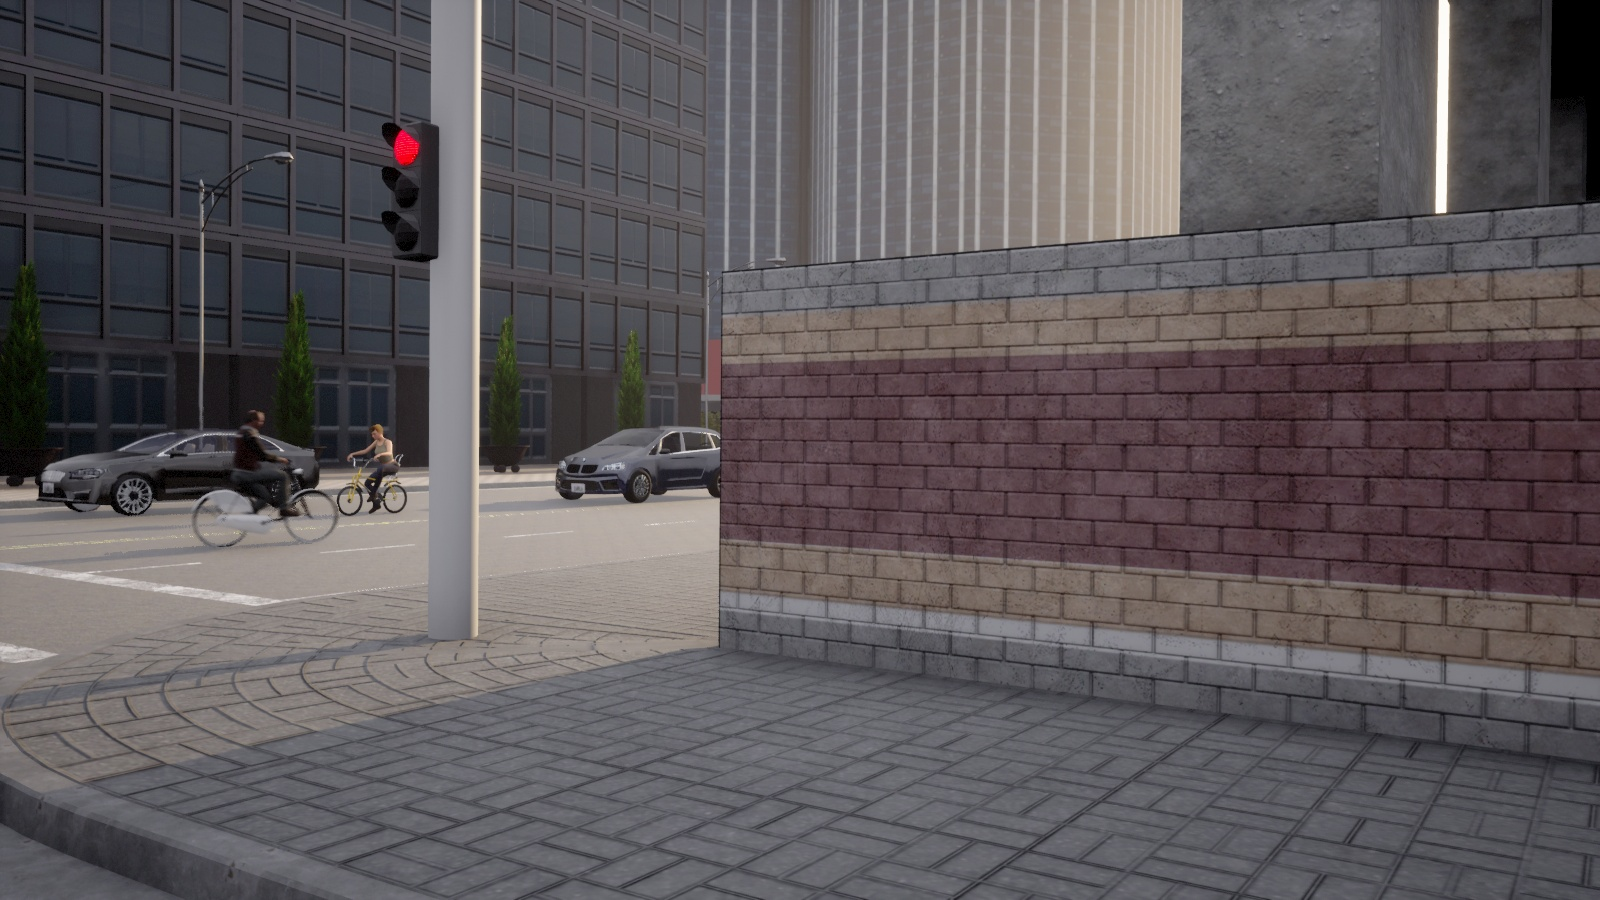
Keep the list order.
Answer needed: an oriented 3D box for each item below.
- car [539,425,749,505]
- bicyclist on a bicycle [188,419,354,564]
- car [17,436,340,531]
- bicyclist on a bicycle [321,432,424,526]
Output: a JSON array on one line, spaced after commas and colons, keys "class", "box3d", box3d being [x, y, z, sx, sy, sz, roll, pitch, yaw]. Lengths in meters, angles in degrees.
[{"class": "car", "box3d": [-3.441, 0.272, 28.584, 2.242, 1.667, 4.611, 0, 1, 34]}, {"class": "bicyclist on a bicycle", "box3d": [-6.846, 0.497, 16.305, 1.843, 1.776, 0.659, -2, 1, -42]}, {"class": "car", "box3d": [-11.276, 0.529, 23.165, 2.128, 1.511, 4.902, 0, 1, 34]}, {"class": "bicyclist on a bicycle", "box3d": [-7.597, 0.487, 22.361, 0.866, 1.612, 1.509, 0, 1, 34]}]
